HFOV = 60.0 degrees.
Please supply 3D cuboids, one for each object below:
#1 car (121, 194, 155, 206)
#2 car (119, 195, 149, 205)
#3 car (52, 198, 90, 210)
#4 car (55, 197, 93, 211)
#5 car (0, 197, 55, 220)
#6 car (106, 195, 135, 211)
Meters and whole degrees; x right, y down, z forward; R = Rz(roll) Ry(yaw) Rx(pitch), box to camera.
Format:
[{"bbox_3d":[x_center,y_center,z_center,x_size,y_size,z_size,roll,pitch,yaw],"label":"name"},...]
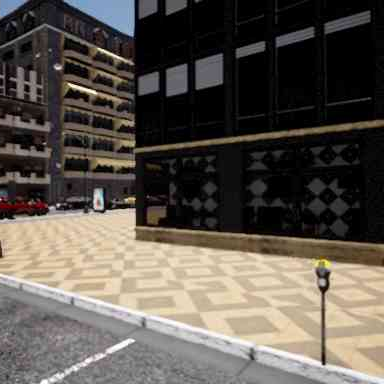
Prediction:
[{"bbox_3d":[-7.770,1.153,48.098,1.882,1.535,5.008,-1,1,35],"label":"car"},{"bbox_3d":[-8.872,1.215,51.035,2.008,1.369,4.403,1,2,35],"label":"car"},{"bbox_3d":[-15.232,1.454,41.948,1.802,1.307,4.206,1,2,35],"label":"car"},{"bbox_3d":[-13.722,1.361,39.612,2.128,1.511,4.902,-1,1,35],"label":"car"},{"bbox_3d":[-14.694,1.321,28.100,2.192,1.841,5.009,1,1,35],"label":"car"},{"bbox_3d":[-8.331,1.365,37.193,1.947,1.339,4.313,1,1,35],"label":"car"}]
